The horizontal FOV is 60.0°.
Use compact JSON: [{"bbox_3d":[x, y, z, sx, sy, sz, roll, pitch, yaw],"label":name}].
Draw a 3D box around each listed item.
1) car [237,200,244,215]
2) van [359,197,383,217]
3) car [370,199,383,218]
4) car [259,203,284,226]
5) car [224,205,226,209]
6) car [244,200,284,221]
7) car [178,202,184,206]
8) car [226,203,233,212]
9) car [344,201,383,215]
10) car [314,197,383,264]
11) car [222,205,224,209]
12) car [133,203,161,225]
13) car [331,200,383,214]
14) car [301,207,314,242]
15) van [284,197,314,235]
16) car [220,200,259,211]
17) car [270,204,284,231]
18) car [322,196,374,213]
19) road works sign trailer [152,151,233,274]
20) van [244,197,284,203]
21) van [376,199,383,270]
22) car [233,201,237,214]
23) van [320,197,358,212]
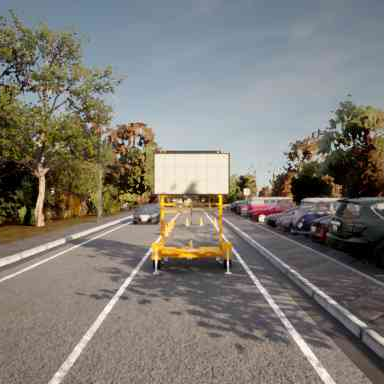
[{"bbox_3d":[7.112,1.761,32.445,4.674,1.452,2.002,0,-1,0],"label":"car"},{"bbox_3d":[20.311,1.527,34.993,4.442,1.987,1.878,0,-1,0],"label":"van"},{"bbox_3d":[20.157,1.591,32.223,4.553,1.767,2.185,0,-1,0],"label":"car"},{"bbox_3d":[7.057,1.608,21.342,4.792,1.488,2.163,0,-1,0],"label":"car"},{"bbox_3d":[7.138,1.874,43.545,5.008,1.535,2.097,0,-1,0],"label":"car"},{"bbox_3d":[7.103,1.650,26.893,5.008,1.535,2.097,0,-1,0],"label":"car"},{"bbox_3d":[-3.133,3.350,90.691,2.097,1.767,4.553,0,-3,0],"label":"car"},{"bbox_3d":[7.092,1.541,38.000,5.566,2.045,2.435,0,-1,0],"label":"car"},{"bbox_3d":[20.193,1.789,37.761,4.892,1.521,2.231,0,-1,0],"label":"car"},{"bbox_3d":[7.093,1.200,10.256,5.566,2.045,2.435,0,0,0],"label":"car"},{"bbox_3d":[7.142,1.926,46.316,4.892,1.521,2.231,0,-1,0],"label":"car"},{"bbox_3d":[-3.227,1.635,25.115,2.128,1.511,4.902,0,-1,0],"label":"car"},{"bbox_3d":[20.020,1.823,40.529,5.366,1.575,1.946,0,-1,0],"label":"car"},{"bbox_3d":[7.100,1.501,13.007,4.792,1.488,2.163,0,0,0],"label":"car"},{"bbox_3d":[6.959,1.281,15.793,4.442,1.987,1.878,0,-1,0],"label":"van"},{"bbox_3d":[6.957,1.981,49.085,5.366,1.575,1.946,0,-1,0],"label":"car"},{"bbox_3d":[7.084,1.583,18.565,4.674,1.452,2.002,0,-1,0],"label":"car"},{"bbox_3d":[20.238,1.616,43.301,5.566,2.045,2.435,0,-1,0],"label":"car"},{"bbox_3d":[-0.016,0.492,10.602,2.380,3.560,2.880,0,0,-1],"label":"road works sign trailer"},{"bbox_3d":[7.220,1.460,29.672,4.442,1.987,1.878,0,-1,0],"label":"van"},{"bbox_3d":[6.943,1.234,7.481,4.442,1.987,1.878,0,0,0],"label":"van"},{"bbox_3d":[7.144,1.786,35.220,4.792,1.488,2.163,0,-1,0],"label":"car"},{"bbox_3d":[20.334,1.696,46.192,4.442,1.987,1.878,0,-1,0],"label":"van"}]
